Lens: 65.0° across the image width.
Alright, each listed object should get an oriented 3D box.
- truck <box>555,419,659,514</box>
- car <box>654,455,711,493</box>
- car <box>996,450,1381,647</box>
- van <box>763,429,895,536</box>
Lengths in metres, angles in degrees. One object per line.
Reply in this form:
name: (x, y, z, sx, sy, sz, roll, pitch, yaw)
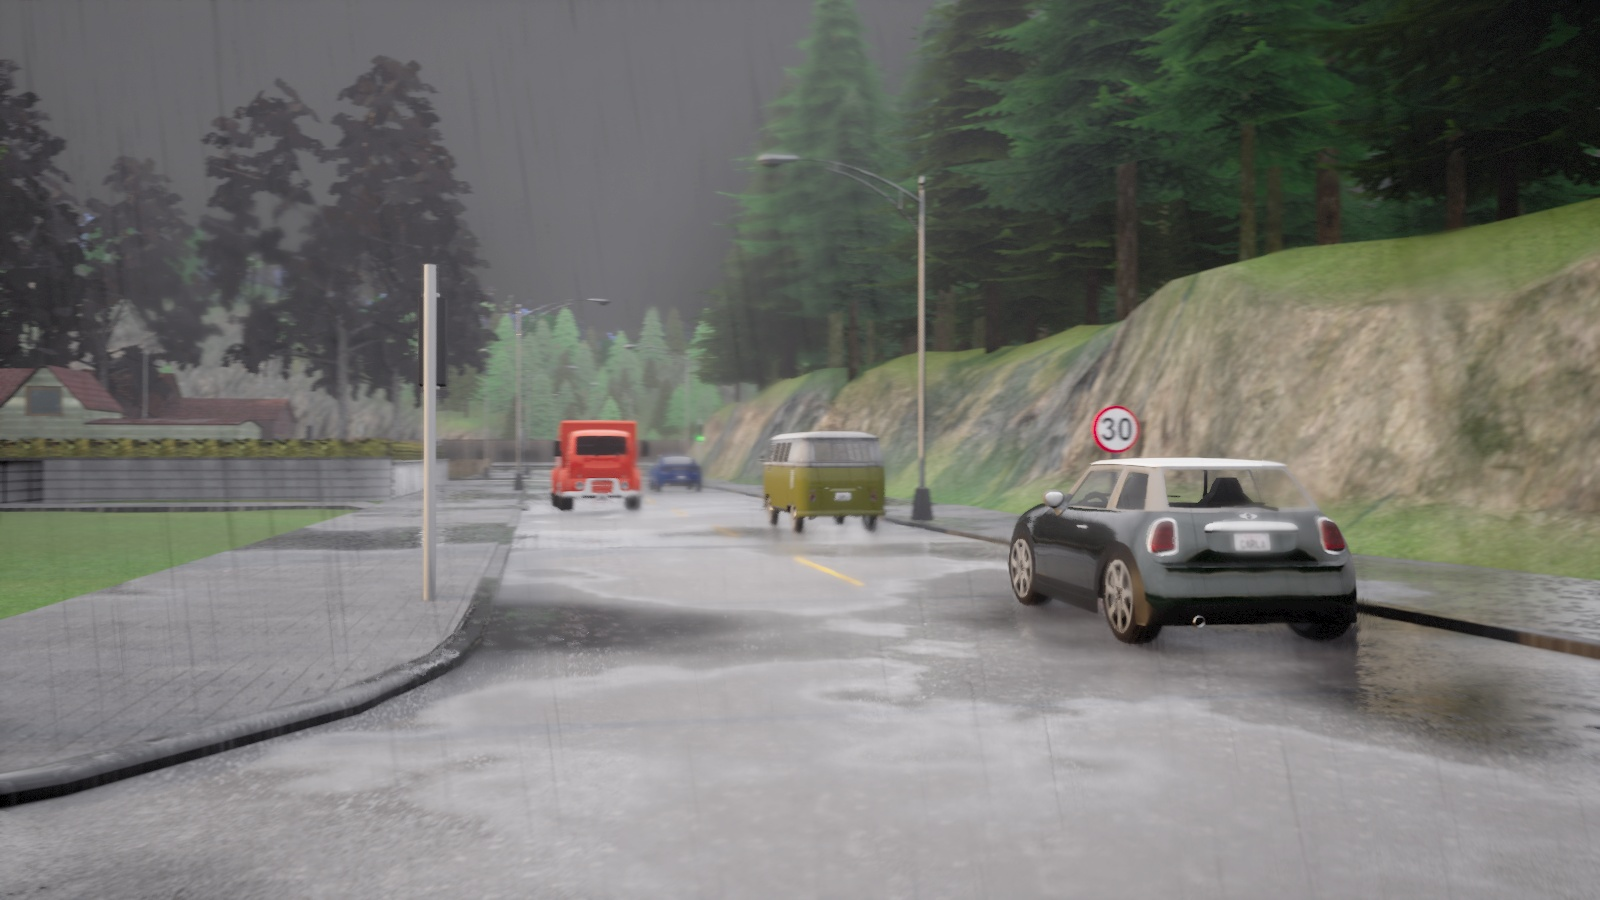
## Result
truck: (-5.517, 0.438, 35.233, 2.627, 2.467, 5.204, 0, 0, -11)
car: (-5.018, 0.980, 52.997, 1.882, 1.535, 5.008, 0, 0, -11)
car: (3.264, 0.751, 11.438, 1.970, 1.475, 3.806, 0, 0, -7)
van: (0.488, 0.613, 25.697, 1.775, 1.987, 4.442, 0, 0, -11)
